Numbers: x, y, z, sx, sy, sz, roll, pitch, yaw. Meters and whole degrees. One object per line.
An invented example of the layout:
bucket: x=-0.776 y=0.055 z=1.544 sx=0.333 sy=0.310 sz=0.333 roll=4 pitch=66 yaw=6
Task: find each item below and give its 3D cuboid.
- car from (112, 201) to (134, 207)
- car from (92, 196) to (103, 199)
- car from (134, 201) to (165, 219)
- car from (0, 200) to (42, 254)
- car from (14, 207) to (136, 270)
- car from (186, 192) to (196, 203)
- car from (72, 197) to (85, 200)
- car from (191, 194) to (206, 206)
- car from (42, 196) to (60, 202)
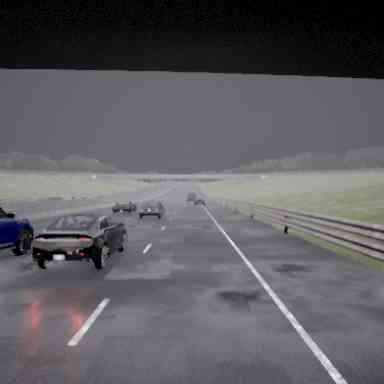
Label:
car: x=-6.918 y=1.580 z=34.791 sx=1.895 sy=1.301 sz=4.718 roll=0 pitch=0 yaw=0
car: x=-17.556 y=1.570 z=61.758 sx=1.837 sy=1.490 sz=4.892 roll=0 pitch=0 yaw=1
car: x=-3.415 y=1.519 z=28.992 sx=2.033 sy=1.411 sz=5.357 roll=0 pitch=0 yaw=0
car: x=-6.905 y=1.191 z=9.912 sx=2.150 sy=2.045 sz=5.566 roll=0 pitch=0 yaw=0
car: x=-3.406 y=1.460 z=10.937 sx=2.128 sy=1.511 sz=4.902 roll=0 pitch=0 yaw=0
car: x=-0.038 y=1.312 z=72.026 sx=2.150 sy=2.045 sz=5.566 roll=0 pitch=0 yaw=0
car: x=-21.048 y=1.592 z=61.726 sx=1.812 sy=1.442 sz=4.674 roll=0 pitch=0 yaw=1
car: x=1.197 y=1.540 z=53.880 sx=1.837 sy=1.490 sz=4.892 roll=0 pitch=0 yaw=0
car: x=-24.556 y=1.551 z=57.564 sx=1.837 sy=1.490 sz=4.892 roll=0 pitch=0 yaw=1
